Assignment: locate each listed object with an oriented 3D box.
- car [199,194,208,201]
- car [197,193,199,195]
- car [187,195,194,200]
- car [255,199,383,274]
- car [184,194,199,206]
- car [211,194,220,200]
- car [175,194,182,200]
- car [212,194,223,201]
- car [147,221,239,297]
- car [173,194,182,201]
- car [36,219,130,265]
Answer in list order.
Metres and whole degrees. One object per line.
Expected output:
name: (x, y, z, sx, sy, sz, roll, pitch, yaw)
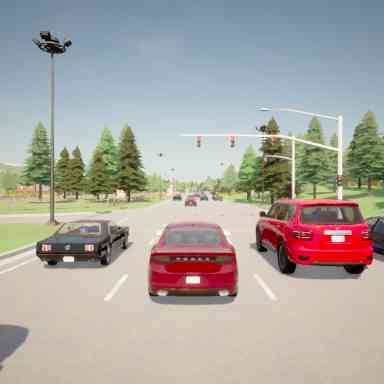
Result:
car: (3.180, 1.516, 84.293, 1.812, 1.442, 4.674, 0, 0, 0)
car: (3.142, 1.357, 94.296, 2.128, 1.511, 4.902, 0, 0, 0)
car: (-0.358, 1.427, 94.313, 1.895, 1.301, 4.718, 0, 0, 0)
car: (3.533, 1.221, 10.698, 2.150, 2.045, 5.566, 0, 0, 0)
car: (-0.201, 1.525, 53.250, 1.812, 1.442, 4.674, 0, 0, 0)
car: (6.642, 1.372, 94.309, 2.033, 1.411, 5.357, 0, 0, 0)
car: (-3.858, 1.310, 94.269, 1.882, 1.535, 5.008, 0, 0, 0)
car: (6.682, 1.516, 83.889, 2.128, 1.511, 4.902, 0, 0, 0)
car: (0.030, 1.478, 8.648, 1.882, 1.535, 5.008, 0, 0, 0)
car: (-3.818, 1.469, 83.849, 1.882, 1.535, 5.008, 0, 0, 0)
car: (-3.463, 1.601, 11.582, 1.895, 1.301, 4.718, 0, 0, 0)
